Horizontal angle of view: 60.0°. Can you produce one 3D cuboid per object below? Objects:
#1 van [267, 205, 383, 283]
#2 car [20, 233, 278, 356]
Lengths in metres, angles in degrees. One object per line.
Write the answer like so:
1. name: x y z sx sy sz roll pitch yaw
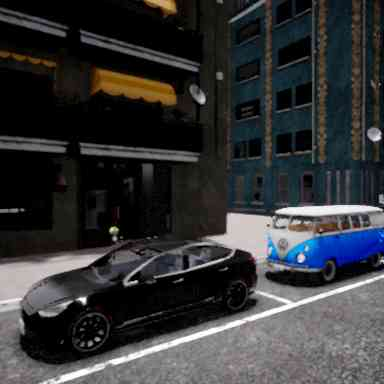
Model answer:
1. van: 3.817 1.289 9.266 3.998 1.788 1.690 0 1 -35
2. car: -0.681 1.548 6.063 4.313 1.339 1.947 0 1 -35
